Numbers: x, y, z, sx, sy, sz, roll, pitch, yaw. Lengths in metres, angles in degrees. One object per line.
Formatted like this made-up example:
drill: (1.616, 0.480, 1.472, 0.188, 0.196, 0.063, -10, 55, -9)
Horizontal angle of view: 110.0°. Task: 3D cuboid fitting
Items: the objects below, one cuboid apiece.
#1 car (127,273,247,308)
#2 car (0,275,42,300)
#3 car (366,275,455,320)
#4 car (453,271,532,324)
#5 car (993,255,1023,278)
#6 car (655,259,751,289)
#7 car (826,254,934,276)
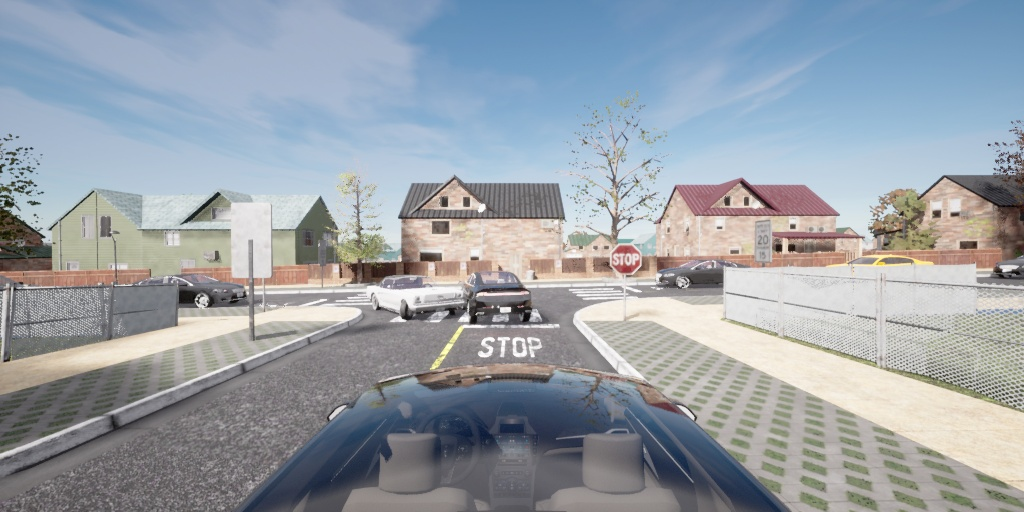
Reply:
car: (-14.899, 1.566, 16.396, 4.902, 1.511, 2.128, -1, 1, 0)
car: (-24.236, 1.648, 16.358, 4.553, 1.767, 2.097, -1, 1, 0)
car: (-3.600, 1.368, 12.899, 1.895, 1.301, 4.718, 0, 0, -38)
car: (-0.683, 1.242, 12.039, 2.128, 1.511, 4.902, 0, 0, -12)
car: (29.390, 0.478, 19.514, 4.902, 1.511, 2.128, -1, 1, 0)
car: (10.335, 0.926, 19.445, 4.902, 1.511, 2.128, -1, 1, 0)
car: (19.765, 0.690, 19.479, 5.008, 1.535, 1.882, -1, 1, -1)
